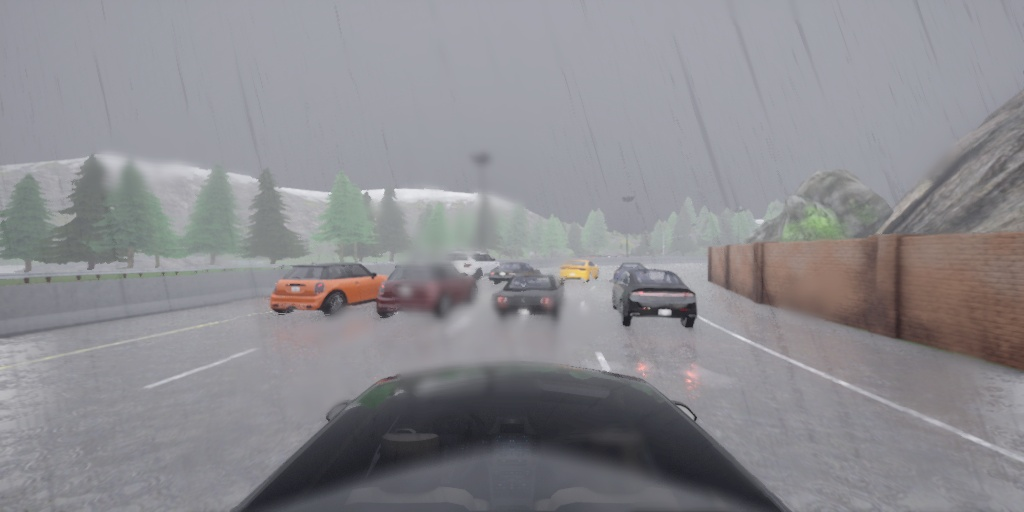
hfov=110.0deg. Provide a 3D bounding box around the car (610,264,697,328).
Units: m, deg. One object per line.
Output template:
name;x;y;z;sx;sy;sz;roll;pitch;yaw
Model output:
car;4.179;1.152;11.108;2.128;1.511;4.902;0;0;11

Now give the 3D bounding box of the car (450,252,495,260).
car;-2.622;0.750;25.761;2.150;2.045;5.566;0;1;22

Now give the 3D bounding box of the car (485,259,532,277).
car;0.295;1.094;23.678;2.033;1.411;5.357;0;1;21

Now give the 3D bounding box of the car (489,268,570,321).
car;0.800;1.255;12.039;1.895;1.301;4.718;0;1;11

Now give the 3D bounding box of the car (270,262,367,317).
car;-6.123;0.999;12.980;2.097;1.767;4.553;0;1;12

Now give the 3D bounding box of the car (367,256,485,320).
car;-2.665;1.003;12.421;2.097;1.767;4.553;0;1;11

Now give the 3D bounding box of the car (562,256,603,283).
car;4.968;1.005;25.683;1.882;1.535;5.008;0;1;23
